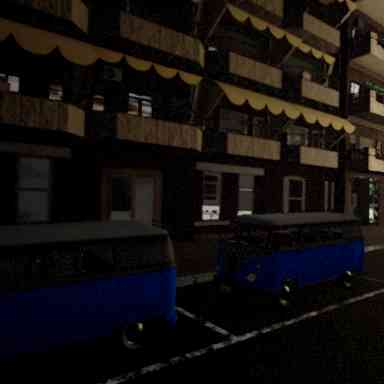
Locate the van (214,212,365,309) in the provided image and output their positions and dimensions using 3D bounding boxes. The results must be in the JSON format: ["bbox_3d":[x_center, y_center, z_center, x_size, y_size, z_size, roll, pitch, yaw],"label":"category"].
[{"bbox_3d":[2.383,1.399,7.773,3.998,1.788,1.690,1,1,-35],"label":"van"}]

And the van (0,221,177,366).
[{"bbox_3d":[-2.118,1.349,4.558,3.998,1.788,1.690,1,1,-35],"label":"van"}]
